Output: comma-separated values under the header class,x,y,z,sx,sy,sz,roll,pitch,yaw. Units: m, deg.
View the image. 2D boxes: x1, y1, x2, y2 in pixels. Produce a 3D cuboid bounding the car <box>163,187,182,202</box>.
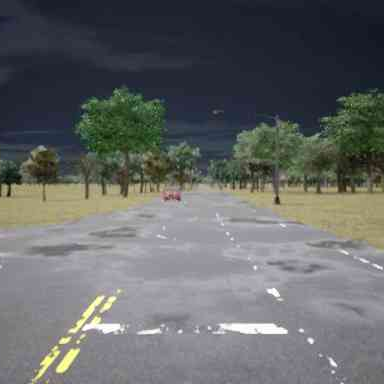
class,x,y,z,sx,sy,sz,roll,pitch,yaw
car,-2.629,0.284,46.101,2.150,2.045,5.566,0,1,2
